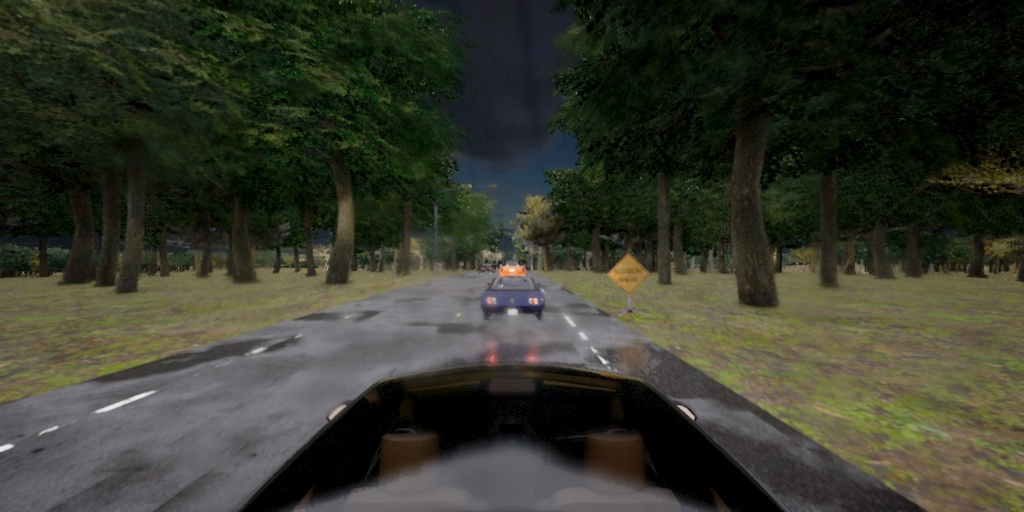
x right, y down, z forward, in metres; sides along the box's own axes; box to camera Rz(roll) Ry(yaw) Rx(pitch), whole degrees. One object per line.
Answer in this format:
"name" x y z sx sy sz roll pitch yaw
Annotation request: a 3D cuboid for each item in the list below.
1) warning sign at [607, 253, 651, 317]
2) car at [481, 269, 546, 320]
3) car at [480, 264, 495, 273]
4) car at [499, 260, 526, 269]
"warning sign" 3.547 0.825 10.843 1.300 1.860 1.060 0 0 0
"car" 0.060 1.305 12.428 1.895 1.301 4.718 0 0 1
"car" -3.585 1.795 52.787 1.994 1.385 4.181 0 -2 0
"car" 0.059 1.097 28.608 2.097 1.767 4.553 0 -1 0
